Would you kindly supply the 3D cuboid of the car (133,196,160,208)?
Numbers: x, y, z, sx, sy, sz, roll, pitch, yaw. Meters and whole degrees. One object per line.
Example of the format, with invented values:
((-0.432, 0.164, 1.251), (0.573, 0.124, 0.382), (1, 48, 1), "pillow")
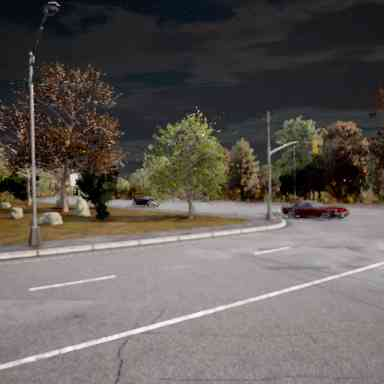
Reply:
((-6.120, 1.248, 44.202), (2.128, 1.511, 4.902), (-2, 1, -39), "car")

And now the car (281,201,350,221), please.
((9.062, 1.330, 24.624), (1.895, 1.301, 4.718), (-1, 1, -35), "car")
